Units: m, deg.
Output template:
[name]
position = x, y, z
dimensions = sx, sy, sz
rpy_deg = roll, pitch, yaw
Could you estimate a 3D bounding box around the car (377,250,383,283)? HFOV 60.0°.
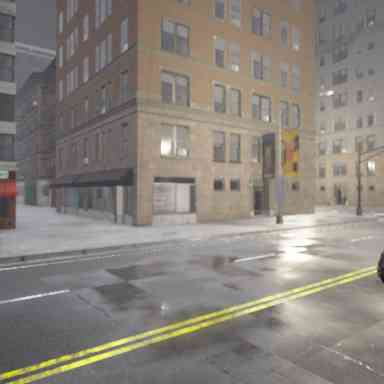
[car]
position = 6.413, 1.541, 8.267
dimensions = 4.181, 1.385, 1.994
rpy_deg = 0, 0, -37
